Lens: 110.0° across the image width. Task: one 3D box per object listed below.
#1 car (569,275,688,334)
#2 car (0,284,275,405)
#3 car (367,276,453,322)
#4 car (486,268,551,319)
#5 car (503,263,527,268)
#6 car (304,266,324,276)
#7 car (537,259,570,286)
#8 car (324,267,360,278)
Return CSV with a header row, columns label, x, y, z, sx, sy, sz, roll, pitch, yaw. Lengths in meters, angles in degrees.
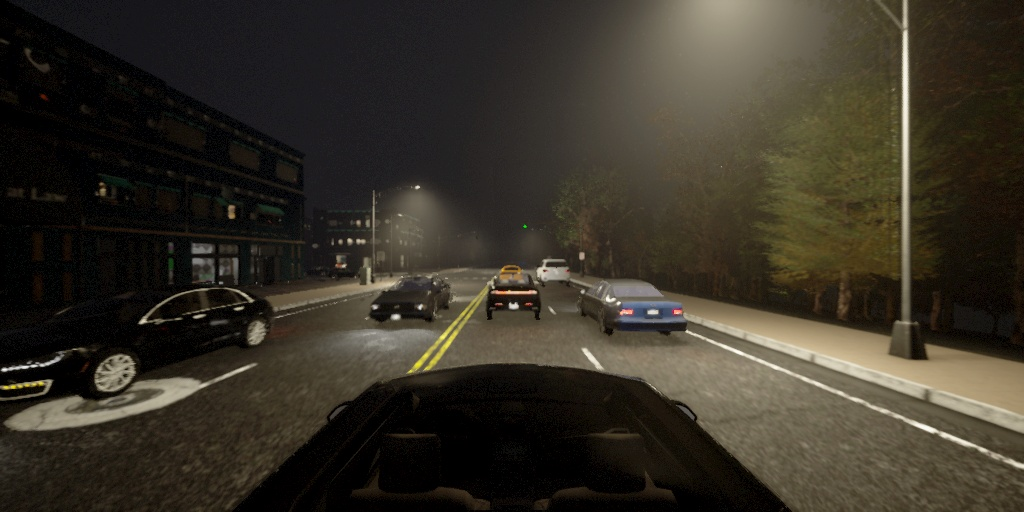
label,x,y,z,sx,sy,sz,roll,pitch,yaw
car,3.309,1.405,10.966,2.033,1.411,5.357,0,-1,0
car,-6.619,1.319,6.644,1.837,1.490,4.892,0,-1,0
car,-3.401,1.435,13.156,2.033,1.411,5.357,0,-1,0
car,0.046,1.380,13.510,2.128,1.511,4.902,0,-1,0
car,-0.033,1.560,29.842,1.882,1.535,5.008,0,-1,0
car,-28.527,2.182,52.454,4.403,1.370,2.007,0,0,0
car,3.223,1.287,28.595,2.150,2.045,5.566,0,-1,0
car,-20.151,2.080,43.984,4.313,1.339,1.948,0,0,0
